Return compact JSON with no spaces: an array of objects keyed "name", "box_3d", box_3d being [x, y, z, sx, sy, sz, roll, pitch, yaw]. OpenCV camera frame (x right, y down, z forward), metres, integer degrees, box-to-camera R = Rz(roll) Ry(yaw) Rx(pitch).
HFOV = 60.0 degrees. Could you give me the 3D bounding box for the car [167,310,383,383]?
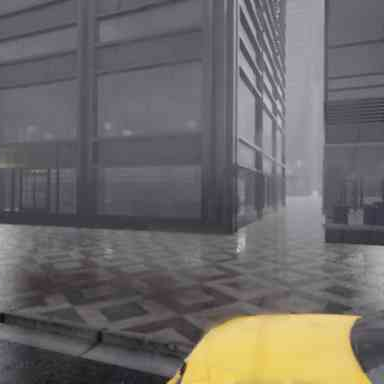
[{"name":"car","box_3d":[2.399,1.455,2.337,5.366,1.575,1.801,0,0,21]}]
